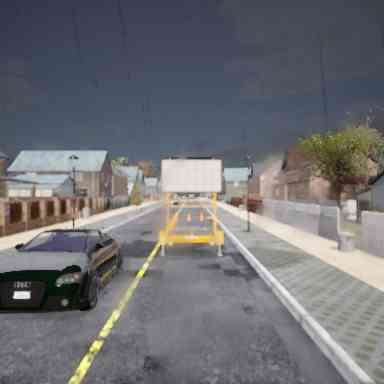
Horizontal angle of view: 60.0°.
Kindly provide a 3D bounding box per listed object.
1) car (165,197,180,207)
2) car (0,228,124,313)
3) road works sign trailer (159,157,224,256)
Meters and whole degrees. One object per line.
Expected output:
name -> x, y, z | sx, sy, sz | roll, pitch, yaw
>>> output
car -> -2.953, 1.459, 51.141 | 2.128, 1.511, 4.902 | 0, 0, 0
car -> -2.865, 1.547, 7.593 | 1.994, 1.385, 4.181 | 0, 0, 0
road works sign trailer -> -0.017, 0.438, 13.022 | 2.380, 3.560, 2.880 | 0, 0, 0
